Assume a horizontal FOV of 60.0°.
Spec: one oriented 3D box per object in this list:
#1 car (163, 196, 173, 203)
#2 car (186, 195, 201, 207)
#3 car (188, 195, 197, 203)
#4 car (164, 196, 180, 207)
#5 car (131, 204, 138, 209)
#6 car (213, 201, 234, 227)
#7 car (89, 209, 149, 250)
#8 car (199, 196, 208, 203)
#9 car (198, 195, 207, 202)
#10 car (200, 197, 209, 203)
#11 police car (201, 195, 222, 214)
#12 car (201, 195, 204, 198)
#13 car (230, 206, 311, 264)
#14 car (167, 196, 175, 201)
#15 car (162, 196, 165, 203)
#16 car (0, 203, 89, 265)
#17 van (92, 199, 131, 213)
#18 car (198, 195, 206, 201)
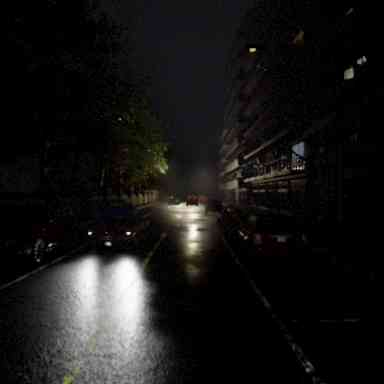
[{"bbox_3d":[-5.665,1.680,79.489,1.967,1.590,4.097,0,0,0],"label":"car"},{"bbox_3d":[0.018,1.629,55.403,1.882,1.535,5.008,0,0,0],"label":"car"},{"bbox_3d":[0.025,1.539,73.149,1.882,1.535,5.008,0,0,0],"label":"car"},{"bbox_3d":[-3.041,1.702,56.490,2.033,1.411,5.357,0,0,1],"label":"car"},{"bbox_3d":[-5.681,1.652,28.817,1.802,1.307,4.206,0,0,0],"label":"car"},{"bbox_3d":[2.698,1.580,23.355,1.752,1.417,4.829,0,0,0],"label":"car"},{"bbox_3d":[-3.094,1.633,14.587,1.895,1.301,4.718,0,0,0],"label":"car"},{"bbox_3d":[2.715,1.680,79.488,1.967,1.590,4.097,0,0,0],"label":"car"},{"bbox_3d":[2.716,1.577,85.118,2.192,1.841,5.009,0,0,0],"label":"car"},{"bbox_3d":[2.713,1.762,73.858,1.887,1.381,4.507,0,0,0],"label":"car"},{"bbox_3d":[2.378,1.518,36.947,1.930,1.638,5.238,0,0,0],"label":"police car"},{"bbox_3d":[2.712,1.741,68.228,1.887,1.381,4.507,0,0,0],"label":"car"},{"bbox_3d":[2.694,1.466,11.924,1.967,1.590,4.097,0,0,0],"label":"car"},{"bbox_3d":[-5.661,1.835,90.751,2.008,1.369,4.403,0,0,0],"label":"car"},{"bbox_3d":[-5.667,1.658,73.861,1.967,1.590,4.097,0,0,0],"label":"car"},{"bbox_3d":[-5.686,1.341,11.927,2.192,1.841,5.009,0,0,0],"label":"car"},{"bbox_3d":[-5.683,1.396,23.187,1.690,1.788,3.998,0,0,0],"label":"van"},{"bbox_3d":[2.719,1.724,90.749,1.967,1.590,4.097,0,0,0],"label":"car"}]
